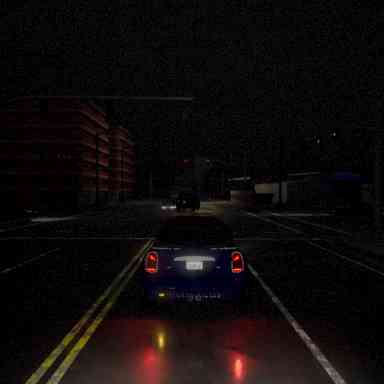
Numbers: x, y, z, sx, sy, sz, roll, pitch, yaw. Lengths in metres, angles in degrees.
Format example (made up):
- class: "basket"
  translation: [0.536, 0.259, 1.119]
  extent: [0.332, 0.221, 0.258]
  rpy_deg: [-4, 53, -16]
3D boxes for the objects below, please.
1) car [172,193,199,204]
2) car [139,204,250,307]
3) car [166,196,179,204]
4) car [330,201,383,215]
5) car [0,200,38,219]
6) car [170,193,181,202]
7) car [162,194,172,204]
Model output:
- class: "car"
  translation: [-0.452, 1.199, 39.508]
  extent: [2.150, 2.045, 5.566]
  rpy_deg: [1, 0, 8]
- class: "car"
  translation: [0.053, 1.352, 8.162]
  extent: [2.097, 1.767, 4.553]
  rpy_deg: [0, 0, 0]
- class: "car"
  translation: [-3.719, 1.547, 63.783]
  extent: [2.033, 1.411, 5.357]
  rpy_deg: [0, 0, 0]
- class: "car"
  translation: [16.379, 1.601, 33.255]
  extent: [4.718, 1.301, 1.895]
  rpy_deg: [0, 0, 0]
- class: "car"
  translation: [-15.226, 1.436, 27.260]
  extent: [4.892, 1.490, 1.837]
  rpy_deg: [0, 0, 0]
- class: "car"
  translation: [-3.698, 1.225, 74.157]
  extent: [2.150, 2.045, 5.566]
  rpy_deg: [0, 0, 0]
- class: "car"
  translation: [-3.726, 1.547, 53.702]
  extent: [2.033, 1.411, 5.357]
  rpy_deg: [0, 0, 0]
